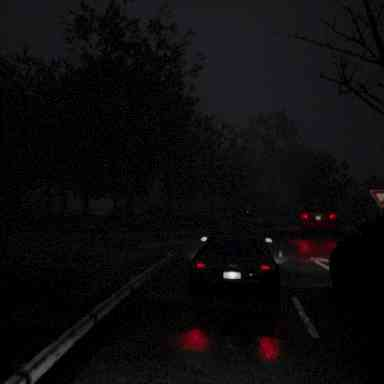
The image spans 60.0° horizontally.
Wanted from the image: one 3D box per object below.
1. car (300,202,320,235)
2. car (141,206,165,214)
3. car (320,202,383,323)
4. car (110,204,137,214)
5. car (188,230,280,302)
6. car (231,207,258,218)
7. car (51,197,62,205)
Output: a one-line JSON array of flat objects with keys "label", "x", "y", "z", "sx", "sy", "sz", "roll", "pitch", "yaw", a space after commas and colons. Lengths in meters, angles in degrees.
[{"label": "car", "x": 8.209, "y": 1.643, "z": 21.262, "sx": 2.150, "sy": 2.045, "sz": 5.566, "roll": -1, "pitch": -2, "yaw": 23}, {"label": "car", "x": -6.067, "y": 2.991, "z": 54.633, "sx": 4.674, "sy": 1.442, "sz": 1.812, "roll": -1, "pitch": -2, "yaw": 24}, {"label": "car", "x": 3.888, "y": 1.280, "z": 5.017, "sx": 2.150, "sy": 2.045, "sz": 5.566, "roll": 0, "pitch": -1, "yaw": 6}, {"label": "car", "x": -11.904, "y": 2.920, "z": 58.135, "sx": 4.553, "sy": 1.767, "sz": 2.097, "roll": 0, "pitch": -2, "yaw": -3}, {"label": "car", "x": 1.132, "y": 1.680, "z": 8.653, "sx": 1.994, "sy": 1.385, "sz": 4.181, "roll": 0, "pitch": -1, "yaw": 9}, {"label": "car", "x": 6.948, "y": 2.675, "z": 44.091, "sx": 1.812, "sy": 1.442, "sz": 4.674, "roll": 1, "pitch": -2, "yaw": -22}, {"label": "car", "x": -34.077, "y": 2.449, "z": 83.746, "sx": 1.946, "sy": 1.575, "sz": 5.366, "roll": 1, "pitch": 2, "yaw": -13}]
